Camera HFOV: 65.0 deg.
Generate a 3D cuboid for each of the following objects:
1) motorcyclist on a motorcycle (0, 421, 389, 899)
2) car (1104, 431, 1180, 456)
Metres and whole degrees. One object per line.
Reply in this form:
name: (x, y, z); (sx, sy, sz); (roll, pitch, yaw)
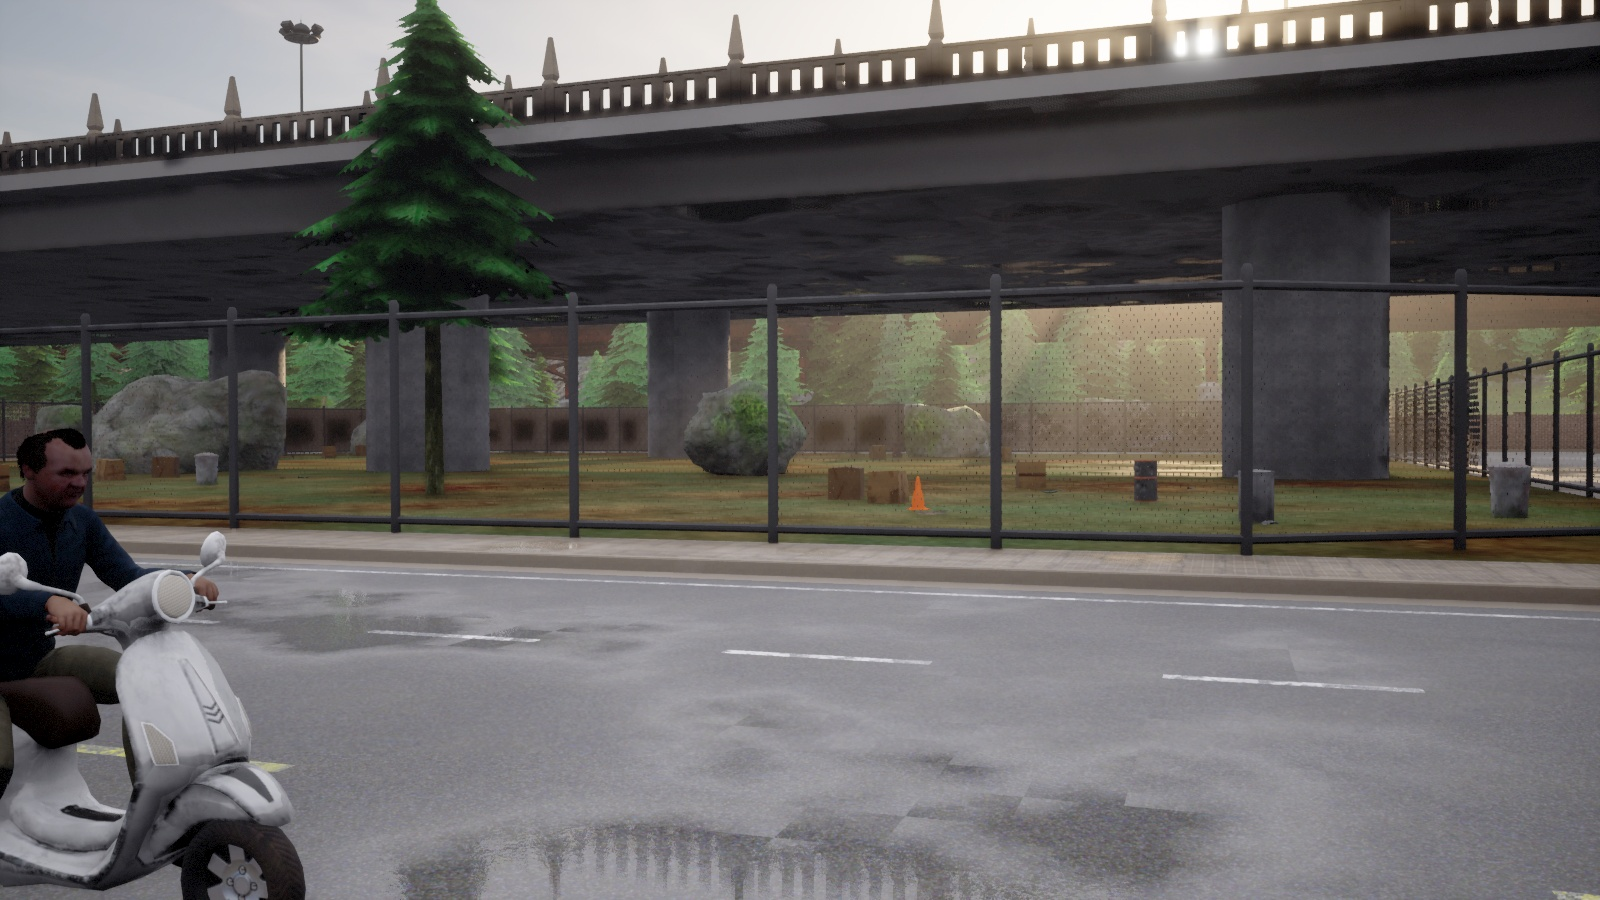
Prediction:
motorcyclist on a motorcycle: (-2.341, 0.707, 3.980); (1.817, 1.590, 0.866); (1, 1, 19)
car: (23.003, -0.454, 84.474); (4.856, 1.649, 2.033); (1, 1, 18)
